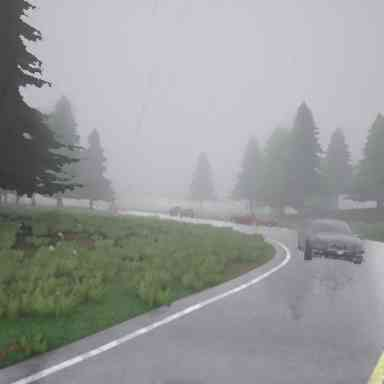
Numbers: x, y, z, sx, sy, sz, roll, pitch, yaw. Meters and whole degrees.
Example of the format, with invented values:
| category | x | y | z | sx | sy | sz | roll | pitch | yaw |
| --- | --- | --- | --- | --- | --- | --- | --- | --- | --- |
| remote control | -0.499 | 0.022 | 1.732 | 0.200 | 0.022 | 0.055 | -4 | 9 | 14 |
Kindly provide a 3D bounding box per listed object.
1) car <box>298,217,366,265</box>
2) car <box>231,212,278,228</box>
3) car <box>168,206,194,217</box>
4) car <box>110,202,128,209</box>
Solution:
| category | x | y | z | sx | sy | sz | roll | pitch | yaw |
| --- | --- | --- | --- | --- | --- | --- | --- | --- | --- |
| car | 5.276 | 1.786 | 12.999 | 1.837 | 1.490 | 4.892 | 3 | -2 | 13 |
| car | 5.391 | 2.450 | 29.642 | 1.895 | 1.301 | 4.718 | 3 | -2 | -29 |
| car | -1.466 | 2.527 | 42.079 | 1.837 | 1.490 | 4.892 | 3 | -2 | -29 |
| car | -11.918 | 2.407 | 54.179 | 2.097 | 1.767 | 4.553 | 3 | -2 | -28 |
